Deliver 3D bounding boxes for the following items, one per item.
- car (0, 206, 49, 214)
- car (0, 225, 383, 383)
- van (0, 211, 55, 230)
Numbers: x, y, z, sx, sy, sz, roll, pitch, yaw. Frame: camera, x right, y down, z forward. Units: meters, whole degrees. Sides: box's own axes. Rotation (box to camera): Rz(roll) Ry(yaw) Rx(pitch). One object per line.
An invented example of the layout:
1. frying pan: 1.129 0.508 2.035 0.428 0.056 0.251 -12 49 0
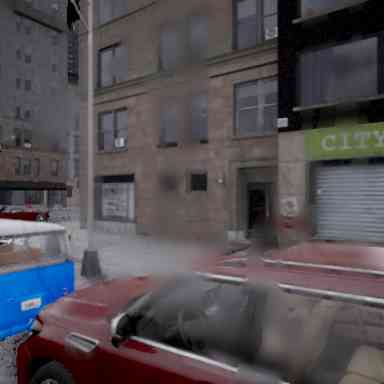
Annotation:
1. car: -12.381 1.597 23.054 1.895 1.301 4.718 0 0 36
2. car: 0.725 1.315 2.564 5.009 1.841 2.192 0 0 35
3. van: -3.772 1.345 5.771 3.998 1.788 1.690 0 0 35
